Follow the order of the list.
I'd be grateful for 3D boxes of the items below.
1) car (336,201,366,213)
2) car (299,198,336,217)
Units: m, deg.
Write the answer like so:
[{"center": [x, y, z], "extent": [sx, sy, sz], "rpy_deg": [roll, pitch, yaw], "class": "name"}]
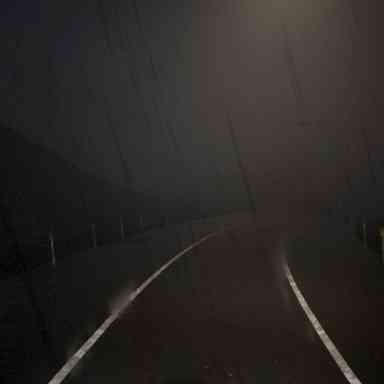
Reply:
[{"center": [19.408, 1.815, 40.921], "extent": [5.357, 1.411, 2.033], "rpy_deg": [1, 3, -39], "class": "car"}, {"center": [12.606, 1.453, 33.756], "extent": [2.097, 1.767, 4.553], "rpy_deg": [4, 1, 38], "class": "car"}]
